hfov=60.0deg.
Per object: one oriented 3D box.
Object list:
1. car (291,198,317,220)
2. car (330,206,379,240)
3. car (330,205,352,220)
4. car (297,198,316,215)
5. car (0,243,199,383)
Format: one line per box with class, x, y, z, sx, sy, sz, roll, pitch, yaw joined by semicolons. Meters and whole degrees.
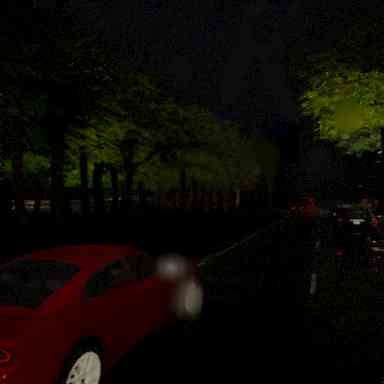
car;11.394;1.705;34.042;2.150;2.045;5.566;0;-1;22
car;9.255;1.639;19.043;2.097;1.767;4.553;0;-1;22
car;15.476;2.116;34.821;1.895;1.301;4.718;0;-1;22
car;15.236;1.822;44.012;2.150;2.045;5.566;0;0;22
car;-1.441;1.528;5.071;1.882;1.535;5.008;0;-1;22
